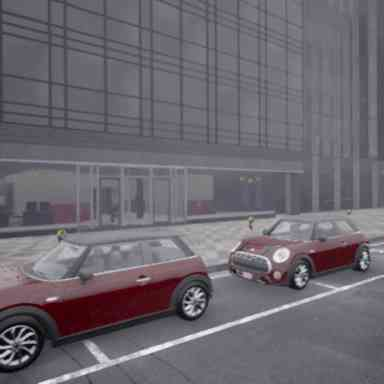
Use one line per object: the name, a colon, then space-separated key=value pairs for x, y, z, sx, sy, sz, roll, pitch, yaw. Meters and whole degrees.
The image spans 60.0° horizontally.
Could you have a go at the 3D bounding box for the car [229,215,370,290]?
car: x=2.900 y=1.382 z=8.835 sx=4.097 sy=1.590 sz=1.967 roll=-1 pitch=0 yaw=-35

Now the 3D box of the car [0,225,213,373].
car: x=-1.691 y=1.426 z=5.562 sx=4.097 sy=1.590 sz=1.967 roll=-1 pitch=0 yaw=-35
